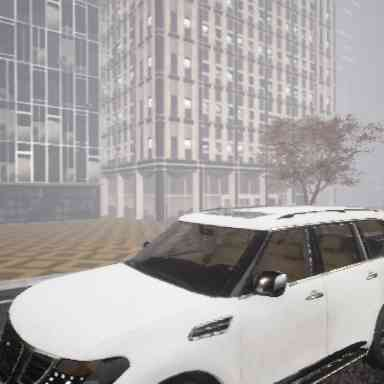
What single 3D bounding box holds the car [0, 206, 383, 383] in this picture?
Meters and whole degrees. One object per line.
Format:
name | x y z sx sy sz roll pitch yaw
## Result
car | 0.695 1.232 4.181 5.566 2.045 2.150 0 0 -35
